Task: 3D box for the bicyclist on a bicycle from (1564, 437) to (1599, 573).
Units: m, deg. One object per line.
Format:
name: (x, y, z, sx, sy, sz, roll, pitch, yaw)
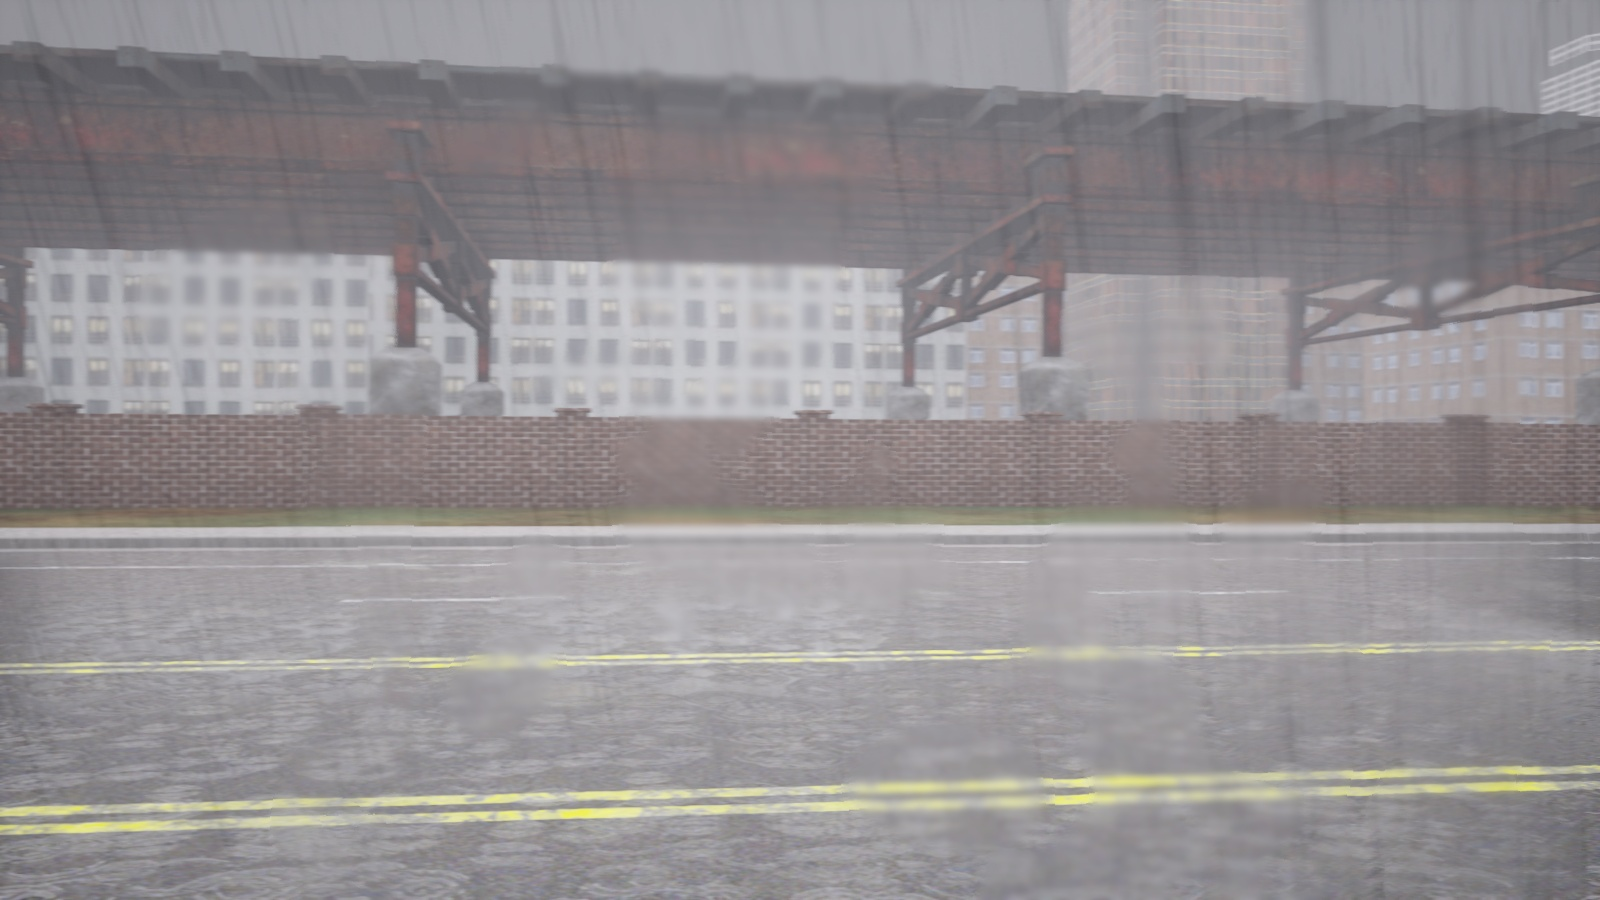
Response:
bicyclist on a bicycle: (10.290, 0.649, 15.303, 1.656, 1.620, 0.582, 0, 0, -7)
